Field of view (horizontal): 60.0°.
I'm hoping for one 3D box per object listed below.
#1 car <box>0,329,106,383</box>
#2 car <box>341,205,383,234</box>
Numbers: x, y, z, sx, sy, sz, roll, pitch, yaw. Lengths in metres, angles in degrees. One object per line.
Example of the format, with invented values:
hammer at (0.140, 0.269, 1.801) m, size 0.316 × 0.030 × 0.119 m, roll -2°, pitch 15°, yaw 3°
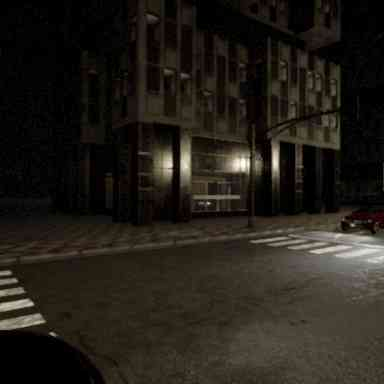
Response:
car at (-2.778, 1.493, 1.457) m, size 4.902 × 1.511 × 2.128 m, roll 0°, pitch 0°, yaw -36°
car at (10.496, 1.503, 19.151) m, size 4.674 × 1.442 × 1.812 m, roll 0°, pitch 0°, yaw -35°
